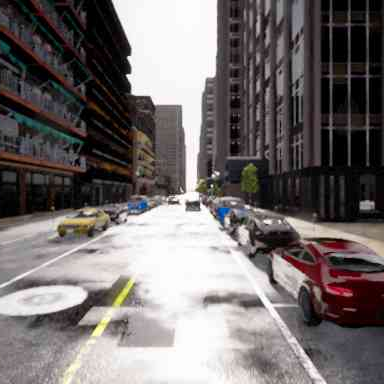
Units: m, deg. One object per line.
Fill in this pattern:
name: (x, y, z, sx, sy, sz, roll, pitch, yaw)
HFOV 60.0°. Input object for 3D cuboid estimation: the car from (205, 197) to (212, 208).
car: (2.711, 1.486, 35.038, 2.008, 1.369, 4.403, 0, 0, 0)

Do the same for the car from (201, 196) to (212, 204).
car: (2.725, 1.449, 63.356, 1.887, 1.381, 4.507, 0, 0, 0)

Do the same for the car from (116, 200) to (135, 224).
car: (-5.676, 1.503, 23.715, 2.008, 1.369, 4.403, 0, 0, 0)

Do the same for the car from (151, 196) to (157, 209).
car: (-5.667, 1.453, 40.537, 1.752, 1.417, 4.829, 0, 0, 0)

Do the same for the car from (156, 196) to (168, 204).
car: (-5.654, 1.429, 63.190, 1.752, 1.417, 4.829, 0, 0, 0)

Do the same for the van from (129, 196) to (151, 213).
van: (-5.670, 1.277, 35.043, 1.690, 1.788, 3.998, 0, 0, 0)

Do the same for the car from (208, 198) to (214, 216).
car: (2.707, 1.489, 29.374, 1.887, 1.381, 4.507, 0, 0, 0)

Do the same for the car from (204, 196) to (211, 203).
car: (2.716, 1.463, 46.367, 1.887, 1.381, 4.507, 0, 0, 0)

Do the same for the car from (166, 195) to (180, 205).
car: (-3.030, 1.470, 55.860, 1.994, 1.385, 4.181, 0, 0, 0)

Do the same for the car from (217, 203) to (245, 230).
car: (2.701, 1.512, 18.046, 2.008, 1.369, 4.403, 0, 0, 0)

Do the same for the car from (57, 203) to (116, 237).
car: (-5.680, 1.487, 17.881, 1.752, 1.417, 4.829, 0, 0, 0)

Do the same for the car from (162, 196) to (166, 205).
car: (-5.660, 1.351, 52.033, 1.967, 1.590, 4.097, 0, 0, 0)

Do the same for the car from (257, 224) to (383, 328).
car: (2.695, 1.564, 6.720, 1.802, 1.307, 4.206, 0, 0, 0)

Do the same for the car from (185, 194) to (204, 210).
car: (0.123, 1.417, 41.873, 2.128, 1.511, 4.902, 0, 0, 0)

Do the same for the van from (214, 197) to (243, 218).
van: (2.704, 1.294, 23.710, 1.690, 1.788, 3.998, 0, 0, 0)

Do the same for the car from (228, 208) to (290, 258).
car: (2.698, 1.521, 12.383, 2.008, 1.369, 4.403, 0, 0, 0)

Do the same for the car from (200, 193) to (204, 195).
car: (2.722, 1.346, 57.694, 1.967, 1.590, 4.097, 0, 0, 0)

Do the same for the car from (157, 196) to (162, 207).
car: (-5.664, 1.485, 46.372, 1.947, 1.339, 4.313, 0, 0, 0)
